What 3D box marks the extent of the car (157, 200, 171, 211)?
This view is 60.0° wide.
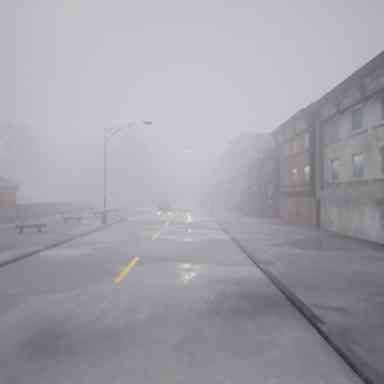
[{"bbox_3d":[-4.062,2.032,49.216,1.837,1.490,4.892,0,-1,0],"label":"car"}]
